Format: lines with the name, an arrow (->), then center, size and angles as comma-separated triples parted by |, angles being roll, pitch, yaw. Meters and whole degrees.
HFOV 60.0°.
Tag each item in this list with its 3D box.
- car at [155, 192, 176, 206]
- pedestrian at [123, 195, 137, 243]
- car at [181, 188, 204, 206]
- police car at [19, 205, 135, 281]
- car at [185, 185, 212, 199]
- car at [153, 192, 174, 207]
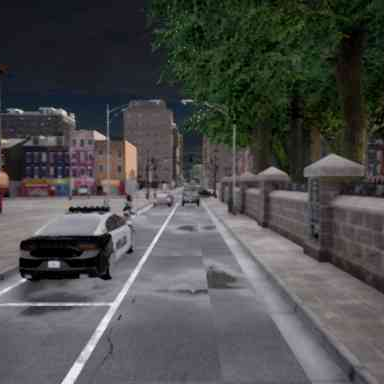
car -> -2.867, 0.679, 36.559 | 1.947, 1.339, 4.313 | 0, 1, 0
pedestrian -> -2.341, 0.993, 12.318 | 0.375, 1.860, 0.375 | 0, 1, 0
car -> -0.141, 0.642, 34.988 | 2.128, 1.511, 4.902 | 0, 1, 0
police car -> -2.809, 1.198, 9.311 | 1.930, 1.638, 5.238 | 0, 1, 0
car -> 0.793, 0.072, 47.283 | 2.150, 2.045, 5.566 | 0, 2, 28
car -> -2.844, 0.783, 32.898 | 1.802, 1.307, 4.206 | 0, 1, 0
